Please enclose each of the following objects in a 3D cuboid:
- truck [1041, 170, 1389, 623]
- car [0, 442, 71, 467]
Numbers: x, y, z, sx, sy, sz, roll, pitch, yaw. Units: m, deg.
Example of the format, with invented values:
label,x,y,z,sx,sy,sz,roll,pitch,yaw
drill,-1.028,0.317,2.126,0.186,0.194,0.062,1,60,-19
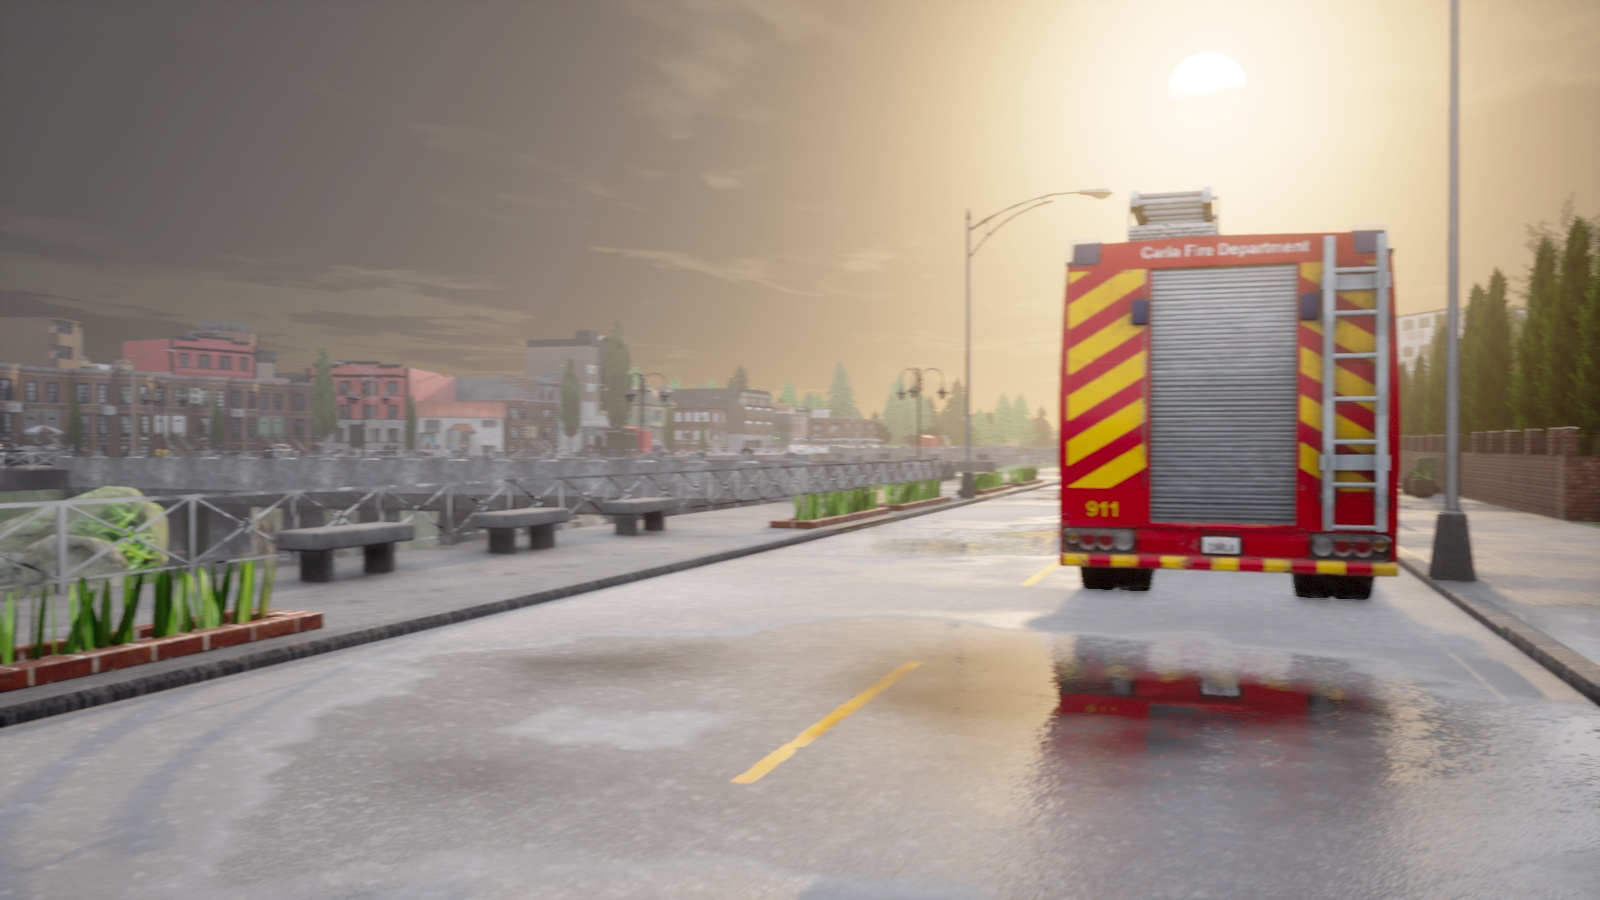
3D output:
label,x,y,z,sx,sy,sz,roll,pitch,yaw
truck,4.926,-0.476,15.088,2.891,3.827,8.468,0,0,18
car,-45.058,0.244,73.155,1.994,1.385,4.181,0,0,18
